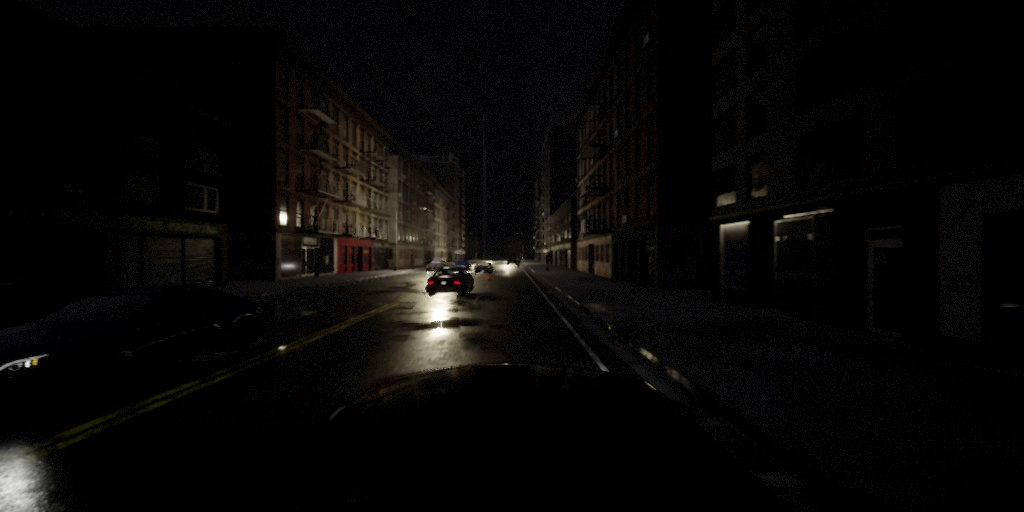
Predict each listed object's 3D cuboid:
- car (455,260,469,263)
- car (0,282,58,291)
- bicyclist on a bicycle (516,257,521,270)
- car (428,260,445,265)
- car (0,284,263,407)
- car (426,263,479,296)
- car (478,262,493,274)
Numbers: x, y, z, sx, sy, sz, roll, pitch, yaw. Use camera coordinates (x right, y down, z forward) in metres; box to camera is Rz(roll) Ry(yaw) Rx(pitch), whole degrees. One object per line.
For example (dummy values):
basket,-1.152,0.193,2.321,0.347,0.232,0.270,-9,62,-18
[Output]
car,-6.567,1.249,47.614,1.812,1.442,4.674,0,0,0
car,-9.848,1.252,6.067,1.837,1.490,4.892,0,0,0
bicyclist on a bicycle,0.906,1.093,49.144,0.659,1.776,1.843,0,0,0
car,-9.819,1.271,47.123,2.033,1.411,5.357,0,0,0
car,-6.587,1.273,6.342,1.812,1.442,4.674,0,0,0
car,-3.145,1.286,19.024,2.033,1.411,5.357,0,0,0
car,-3.140,1.327,40.929,1.895,1.301,4.718,0,0,0
